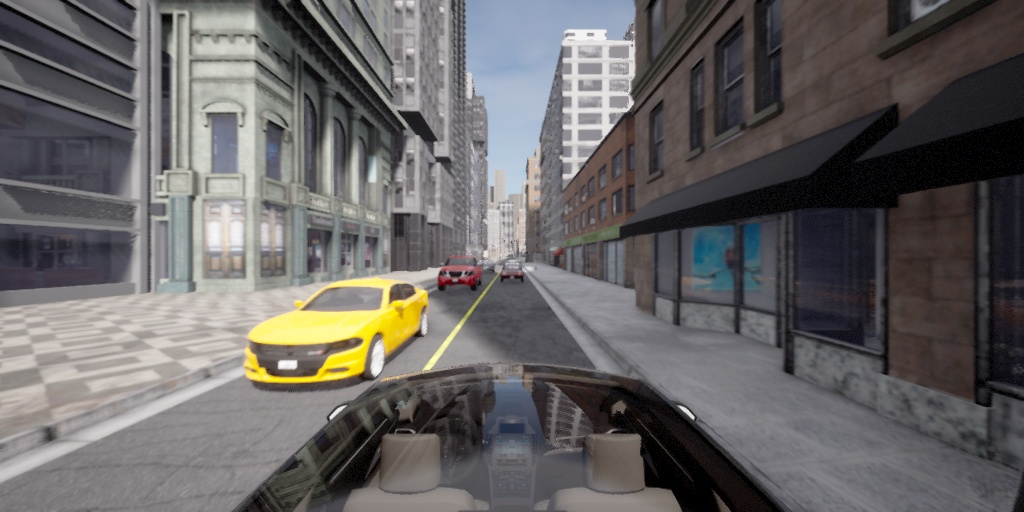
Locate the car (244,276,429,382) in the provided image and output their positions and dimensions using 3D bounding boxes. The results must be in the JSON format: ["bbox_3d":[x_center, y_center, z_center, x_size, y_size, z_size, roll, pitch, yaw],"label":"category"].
[{"bbox_3d":[-3.094,1.225,7.449,1.882,1.535,5.008,0,0,0],"label":"car"}]

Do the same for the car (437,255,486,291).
[{"bbox_3d":[-3.074,0.964,22.237,2.150,2.045,5.566,0,0,0],"label":"car"}]

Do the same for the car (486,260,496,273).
[{"bbox_3d":[-2.993,1.217,43.637,2.128,1.511,4.902,0,0,0],"label":"car"}]

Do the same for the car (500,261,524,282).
[{"bbox_3d":[0.020,1.339,29.094,1.895,1.301,4.718,0,0,0],"label":"car"}]
